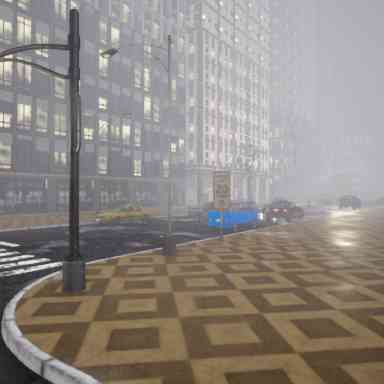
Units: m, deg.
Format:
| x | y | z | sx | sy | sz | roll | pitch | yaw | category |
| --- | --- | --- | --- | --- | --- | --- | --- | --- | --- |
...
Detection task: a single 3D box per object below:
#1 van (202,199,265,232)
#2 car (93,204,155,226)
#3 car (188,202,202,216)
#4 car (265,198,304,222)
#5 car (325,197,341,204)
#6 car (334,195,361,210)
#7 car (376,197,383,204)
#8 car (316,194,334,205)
| x | y | z | sx | sy | sz | roll | pitch | yaw | category |
| --- | --- | --- | --- | --- | --- | --- | --- | --- | --- |
| 2.616 | 1.368 | 20.251 | 1.690 | 1.788 | 3.998 | 0 | 0 | 38 | van |
| -4.776 | 1.540 | 23.960 | 1.752 | 1.417 | 4.829 | 0 | 0 | 38 | car |
| 1.327 | 1.603 | 31.687 | 1.802 | 1.307 | 4.206 | 0 | 0 | 38 | car |
| 7.574 | 1.472 | 26.883 | 1.967 | 1.590 | 4.097 | 0 | 0 | 38 | car |
| 28.454 | 1.624 | 66.975 | 2.008 | 1.369 | 4.403 | 0 | 0 | 38 | car |
| 21.138 | 1.368 | 44.528 | 2.192 | 1.841 | 5.009 | 0 | 0 | 38 | car |
| 38.091 | 1.658 | 66.582 | 1.947 | 1.339 | 4.313 | 0 | 0 | 38 | car |
| 25.064 | 1.380 | 62.565 | 2.192 | 1.841 | 5.009 | 0 | 0 | 38 | car |
